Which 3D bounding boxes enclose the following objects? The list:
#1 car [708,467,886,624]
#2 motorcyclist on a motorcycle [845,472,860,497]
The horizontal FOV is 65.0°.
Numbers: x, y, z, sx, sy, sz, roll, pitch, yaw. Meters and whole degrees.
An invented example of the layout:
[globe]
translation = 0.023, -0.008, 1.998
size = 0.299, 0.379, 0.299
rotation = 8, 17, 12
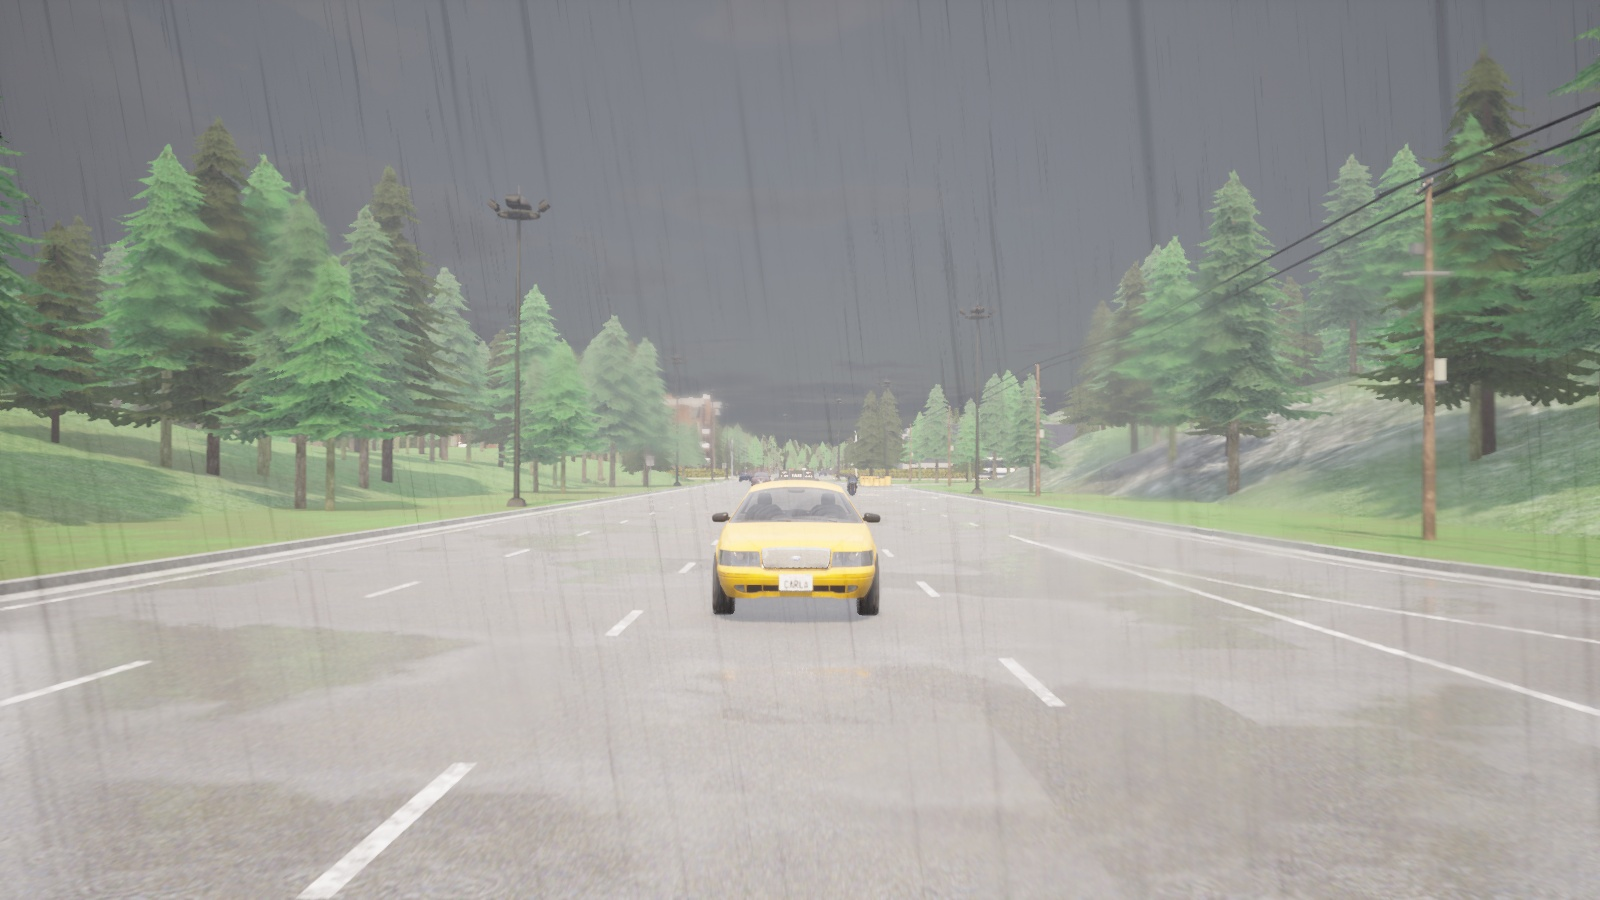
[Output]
[car]
translation = -0.037, 1.011, 15.370
size = 1.801, 1.575, 5.366
rotation = 0, -1, 0
[motorcyclist on a motorcycle]
translation = 3.308, 2.160, 79.094
size = 0.866, 1.530, 2.191
rotation = 0, -1, 0
